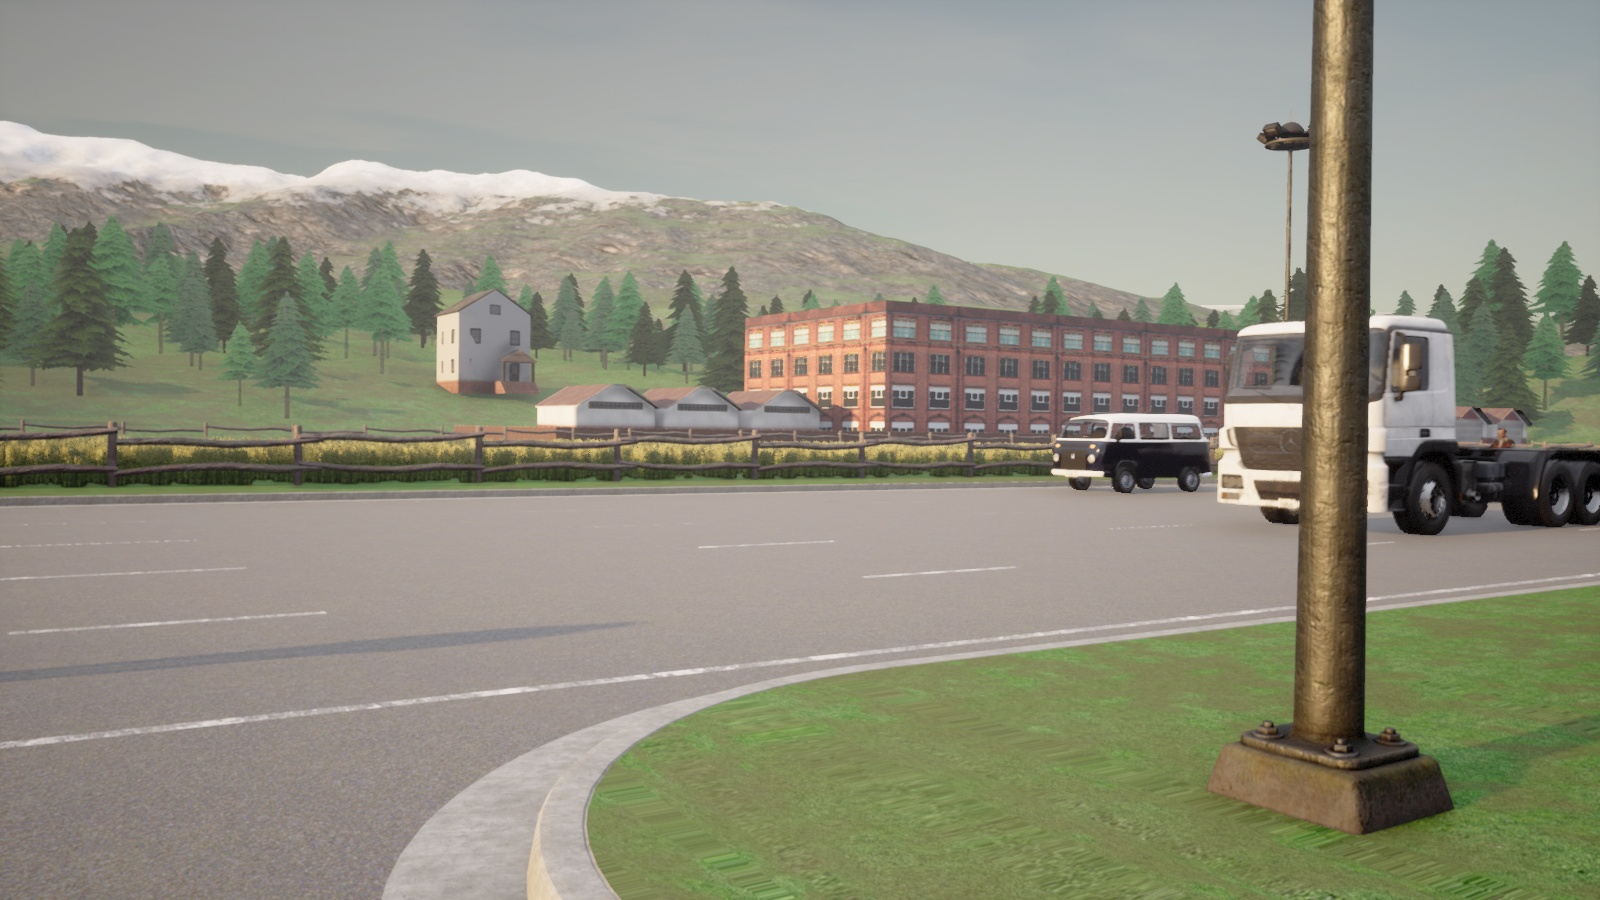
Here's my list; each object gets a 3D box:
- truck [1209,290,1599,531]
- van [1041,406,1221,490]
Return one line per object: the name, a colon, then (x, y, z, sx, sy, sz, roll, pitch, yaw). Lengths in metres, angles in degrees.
truck: (10.765, -0.633, 21.436, 7.936, 3.462, 2.891, -1, 1, -33)
van: (8.625, -0.096, 32.612, 4.480, 2.038, 2.069, -1, 1, -33)
